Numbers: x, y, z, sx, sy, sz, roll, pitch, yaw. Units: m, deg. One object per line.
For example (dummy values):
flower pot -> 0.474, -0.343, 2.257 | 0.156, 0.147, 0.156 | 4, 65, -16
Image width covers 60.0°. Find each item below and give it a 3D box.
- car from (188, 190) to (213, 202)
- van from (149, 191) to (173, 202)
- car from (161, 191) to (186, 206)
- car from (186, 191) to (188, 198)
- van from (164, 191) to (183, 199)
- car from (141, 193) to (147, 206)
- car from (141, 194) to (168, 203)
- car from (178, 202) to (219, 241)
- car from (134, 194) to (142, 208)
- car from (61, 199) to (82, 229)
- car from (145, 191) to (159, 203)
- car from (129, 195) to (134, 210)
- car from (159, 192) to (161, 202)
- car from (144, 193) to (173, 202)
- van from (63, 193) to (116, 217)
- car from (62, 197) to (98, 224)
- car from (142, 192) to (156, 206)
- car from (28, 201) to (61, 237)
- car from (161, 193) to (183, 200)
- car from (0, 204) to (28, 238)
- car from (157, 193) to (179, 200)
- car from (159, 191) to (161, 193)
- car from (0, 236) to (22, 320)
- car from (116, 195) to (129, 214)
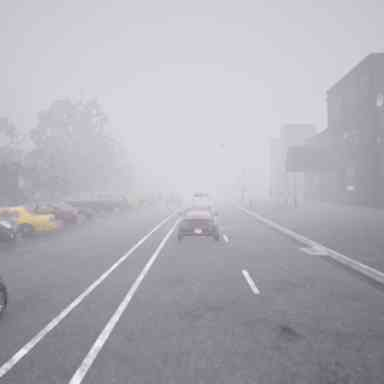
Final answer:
car -> 1.084, 0.975, 36.539 | 2.150, 2.045, 5.566 | 0, 0, 3
van -> -6.257, 0.842, 66.718 | 4.442, 1.987, 1.878 | -1, 0, -15
car -> -2.565, 0.899, 48.190 | 2.150, 2.045, 5.566 | 0, 0, 4
car -> -4.179, 1.004, 87.327 | 4.674, 1.452, 2.002 | -1, 0, -13
van -> -4.643, 0.759, 84.342 | 4.442, 1.987, 1.878 | -1, 1, -14
car -> -8.302, 1.251, 40.031 | 4.792, 1.488, 2.163 | -1, 0, -17
car -> -6.887, 1.137, 60.768 | 4.674, 1.452, 2.002 | -1, 0, -15
car -> 0.313, 1.452, 16.248 | 1.812, 1.442, 4.674 | 0, 1, 1
car -> -8.484, 1.244, 37.053 | 5.008, 1.535, 2.097 | -1, 1, -17
car -> -9.189, 1.390, 19.240 | 5.008, 1.535, 2.097 | -1, 1, -19
car -> -7.753, 1.037, 48.921 | 4.553, 1.767, 2.185 | -1, 1, -16
car -> -8.607, 1.140, 34.090 | 4.553, 1.767, 2.185 | -1, 1, -17
car -> -7.580, 1.185, 51.885 | 4.674, 1.452, 2.002 | -1, 0, -16
car -> -6.452, 1.077, 63.777 | 5.366, 1.575, 1.946 | -1, 0, -15
van -> -9.010, 1.090, 28.107 | 4.442, 1.987, 1.878 | -1, 1, -18
car -> -9.116, 1.364, 22.217 | 5.008, 1.535, 2.097 | -1, 0, -18
car -> -7.987, 1.183, 45.958 | 4.892, 1.521, 2.231 | -1, 0, -17
car -> -9.448, 1.416, 16.211 | 5.366, 1.575, 1.946 | -1, 1, -19
car -> -4.858, 1.001, 81.421 | 5.008, 1.535, 2.097 | -1, 0, -14
car -> -9.368, 1.316, 13.297 | 4.553, 1.767, 2.185 | -1, 0, -19
car -> -5.493, 1.072, 75.515 | 4.674, 1.452, 2.002 | -1, 0, -14
car -> -7.389, 0.878, 54.832 | 5.566, 2.045, 2.435 | -1, 1, -16
car -> -4.210, 1.570, 4.122 | 1.994, 1.385, 4.181 | 0, 0, 0
car -> -8.781, 1.289, 31.123 | 5.008, 1.535, 2.097 | -1, 0, -18
